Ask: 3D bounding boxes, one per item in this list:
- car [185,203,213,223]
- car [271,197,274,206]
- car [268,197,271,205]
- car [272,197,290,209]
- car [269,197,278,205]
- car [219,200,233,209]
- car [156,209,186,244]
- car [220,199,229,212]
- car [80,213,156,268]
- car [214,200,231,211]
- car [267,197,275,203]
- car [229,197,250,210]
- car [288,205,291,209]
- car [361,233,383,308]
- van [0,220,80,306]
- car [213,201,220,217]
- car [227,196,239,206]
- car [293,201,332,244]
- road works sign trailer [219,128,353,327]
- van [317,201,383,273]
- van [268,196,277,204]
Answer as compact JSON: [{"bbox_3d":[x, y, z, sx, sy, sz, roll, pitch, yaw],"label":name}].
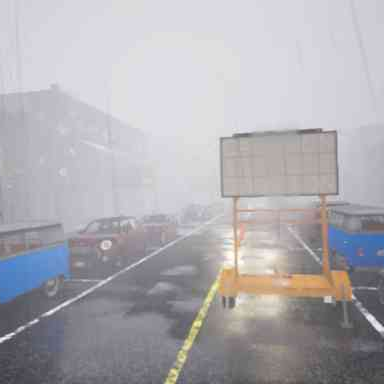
[{"bbox_3d":[0.264,1.754,28.235,1.967,1.590,4.097,-2,-1,11],"label":"car"},{"bbox_3d":[12.859,1.752,48.528,1.752,1.417,4.829,-2,-1,11],"label":"car"},{"bbox_3d":[13.903,1.575,53.807,2.192,1.841,5.009,-2,-1,11],"label":"car"},{"bbox_3d":[11.741,1.758,42.921,1.947,1.339,4.313,-2,-1,11],"label":"car"},{"bbox_3d":[17.200,1.888,70.293,1.752,1.417,4.829,-2,-1,11],"label":"car"},{"bbox_3d":[5.696,2.066,55.438,1.802,1.307,4.206,-2,-1,11],"label":"car"},{"bbox_3d":[-1.903,1.790,17.351,1.887,1.381,4.507,-2,-1,11],"label":"car"},{"bbox_3d":[3.525,1.998,44.556,1.802,1.307,4.206,-2,-1,11],"label":"car"},{"bbox_3d":[-2.992,1.652,11.912,1.967,1.590,4.097,-2,-1,11],"label":"car"},{"bbox_3d":[4.609,2.001,49.997,2.008,1.369,4.403,-2,-1,11],"label":"car"},{"bbox_3d":[20.455,1.989,86.617,1.752,1.417,4.829,-2,-1,11],"label":"car"},{"bbox_3d":[6.737,1.715,47.090,2.097,1.767,4.553,-2,-1,12],"label":"car"},{"bbox_3d":[7.400,1.637,21.157,1.802,1.307,4.206,-2,-1,11],"label":"car"},{"bbox_3d":[4.144,1.534,4.833,1.802,1.307,4.206,-2,-1,11],"label":"car"},{"bbox_3d":[-4.081,1.518,6.472,1.690,1.788,3.998,-2,-1,11],"label":"van"},{"bbox_3d":[1.354,1.893,33.675,1.887,1.381,4.507,-2,-1,11],"label":"car"},{"bbox_3d":[8.942,1.901,71.765,2.192,1.841,5.009,-2,-1,11],"label":"car"},{"bbox_3d":[6.306,1.336,15.719,2.192,1.841,5.009,-2,-1,11],"label":"car"},{"bbox_3d":[1.850,0.500,7.162,2.380,3.560,2.880,-2,-1,12],"label":"road works sign trailer"},{"bbox_3d":[5.221,1.328,10.278,1.690,1.788,3.998,-2,-1,11],"label":"van"},{"bbox_3d":[18.245,1.736,75.570,1.690,1.788,3.998,-2,-1,11],"label":"van"}]
